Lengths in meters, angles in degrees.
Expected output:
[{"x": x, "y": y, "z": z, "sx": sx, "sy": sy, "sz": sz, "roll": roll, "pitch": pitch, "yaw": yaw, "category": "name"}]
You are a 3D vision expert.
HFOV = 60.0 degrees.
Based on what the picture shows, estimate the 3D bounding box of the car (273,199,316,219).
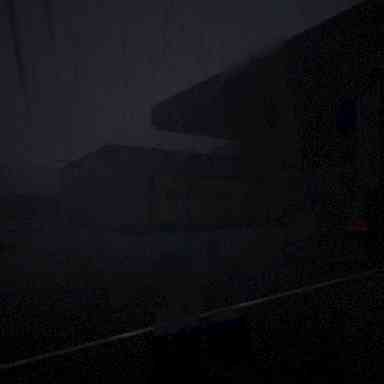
[{"x": 9.917, "y": 1.746, "z": 32.099, "sx": 4.611, "sy": 1.667, "sz": 2.242, "roll": 1, "pitch": 0, "yaw": -36, "category": "car"}]
